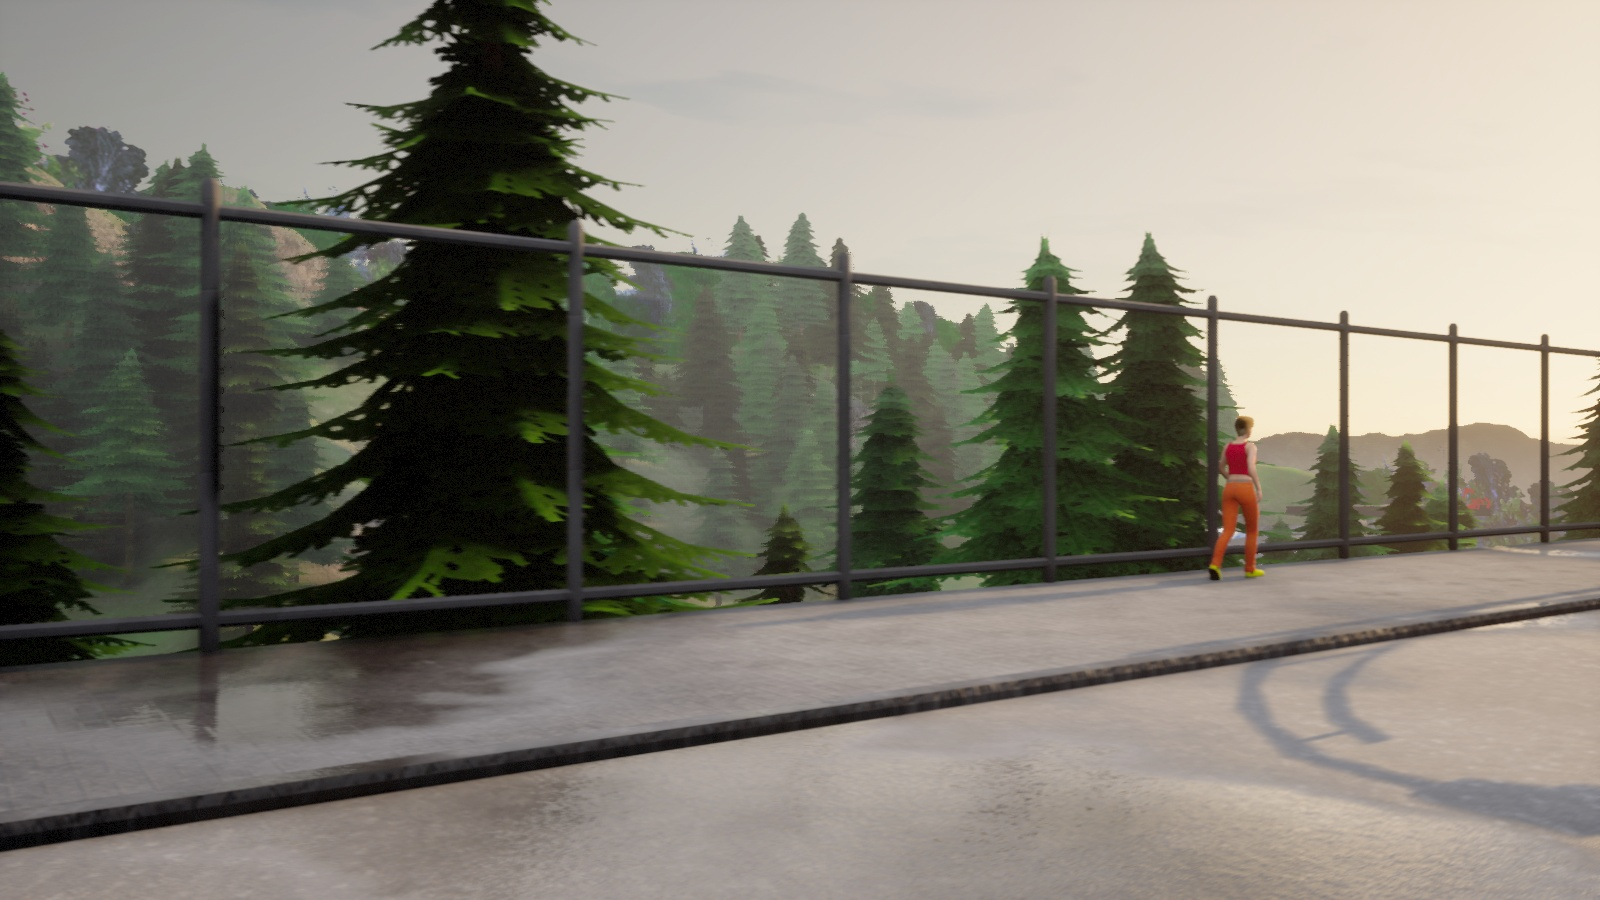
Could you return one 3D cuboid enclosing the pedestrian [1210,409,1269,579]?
[{"bbox_3d":[4.876,0.479,13.927,0.594,1.836,0.345,0,0,-37],"label":"pedestrian"}]
